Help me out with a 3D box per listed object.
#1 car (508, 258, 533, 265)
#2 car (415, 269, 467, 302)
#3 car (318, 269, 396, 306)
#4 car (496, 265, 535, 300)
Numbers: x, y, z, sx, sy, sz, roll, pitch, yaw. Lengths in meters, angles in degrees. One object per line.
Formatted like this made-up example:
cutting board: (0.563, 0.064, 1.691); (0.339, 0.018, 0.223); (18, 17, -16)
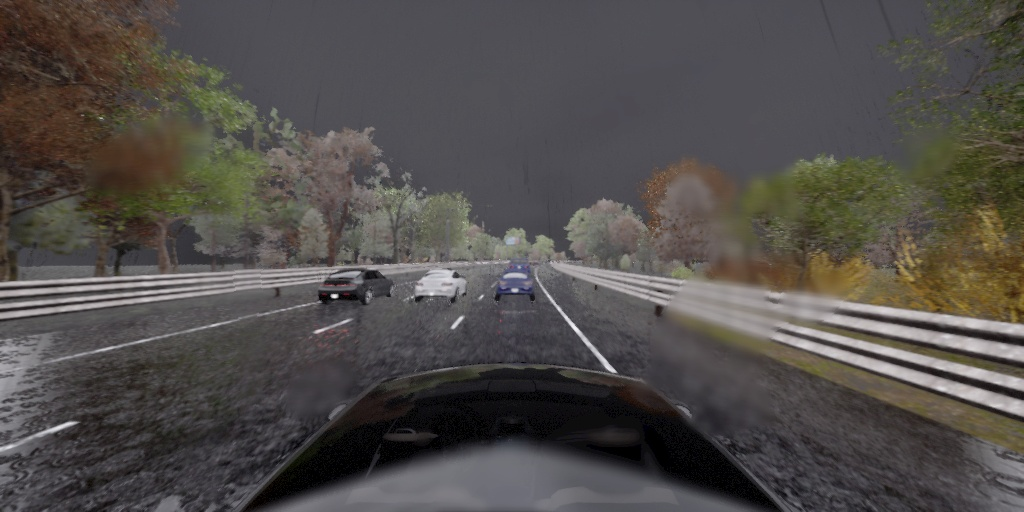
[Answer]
car: (0.821, 1.238, 37.493); (2.150, 2.045, 5.566); (0, 0, 3)
car: (-3.342, 1.374, 17.435); (1.812, 1.442, 4.674); (0, 0, 1)
car: (-6.863, 1.331, 16.366); (1.837, 1.490, 4.892); (0, 0, 1)
car: (0.180, 1.397, 18.512); (1.812, 1.442, 4.674); (0, 0, 1)
